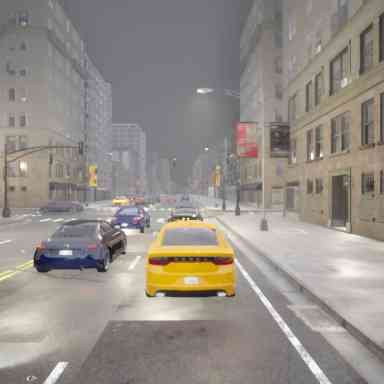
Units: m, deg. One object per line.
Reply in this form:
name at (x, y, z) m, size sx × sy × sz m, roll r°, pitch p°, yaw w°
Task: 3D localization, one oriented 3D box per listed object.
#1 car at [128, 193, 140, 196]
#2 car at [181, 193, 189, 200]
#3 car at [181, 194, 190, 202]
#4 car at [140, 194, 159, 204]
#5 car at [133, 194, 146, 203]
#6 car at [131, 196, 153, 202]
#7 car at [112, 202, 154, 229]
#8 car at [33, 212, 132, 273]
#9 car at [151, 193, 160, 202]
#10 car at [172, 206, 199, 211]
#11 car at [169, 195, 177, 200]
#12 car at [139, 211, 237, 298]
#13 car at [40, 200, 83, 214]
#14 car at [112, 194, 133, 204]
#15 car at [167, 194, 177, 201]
car at (-11.069, 1.244, 61.081) m, size 2.150 × 2.045 × 5.566 m, roll 0°, pitch 0°, yaw -1°
car at (-1.880, 1.248, 90.643) m, size 2.097 × 1.767 × 4.553 m, roll 0°, pitch 0°, yaw -1°
car at (-1.669, 1.376, 80.642) m, size 2.097 × 1.767 × 4.553 m, roll 0°, pitch 0°, yaw -1°
car at (-7.810, 1.570, 60.751) m, size 2.033 × 1.411 × 5.357 m, roll 0°, pitch 0°, yaw -1°
car at (-11.220, 1.380, 71.070) m, size 2.097 × 1.767 × 4.553 m, roll 0°, pitch 0°, yaw -1°
car at (-7.641, 1.621, 51.108) m, size 1.895 × 1.301 × 4.718 m, roll 0°, pitch 0°, yaw -1°
car at (-3.533, 1.531, 19.481) m, size 1.812 × 1.442 × 4.674 m, roll 0°, pitch 0°, yaw -1°
car at (-3.355, 1.566, 10.739) m, size 1.994 × 1.385 × 4.181 m, roll 0°, pitch 0°, yaw -1°
car at (-7.973, 1.250, 71.226) m, size 2.150 × 2.045 × 5.566 m, roll 0°, pitch 0°, yaw -1°
car at (-0.353, 1.509, 18.082) m, size 1.837 × 1.490 × 4.892 m, roll 0°, pitch 0°, yaw -1°
car at (-5.130, 1.433, 90.605) m, size 2.033 × 1.411 × 5.357 m, roll 0°, pitch 0°, yaw -1°
car at (-0.053, 1.479, 8.601) m, size 1.882 × 1.535 × 5.008 m, roll 0°, pitch 0°, yaw -1°
car at (-13.423, 1.567, 34.351) m, size 4.181 × 1.385 × 1.994 m, roll 0°, pitch 0°, yaw -11°
car at (-10.894, 1.498, 51.146) m, size 1.882 × 1.535 × 5.008 m, roll 0°, pitch 0°, yaw -1°
car at (-4.918, 1.376, 80.574) m, size 2.097 × 1.767 × 4.553 m, roll 0°, pitch 0°, yaw -1°
